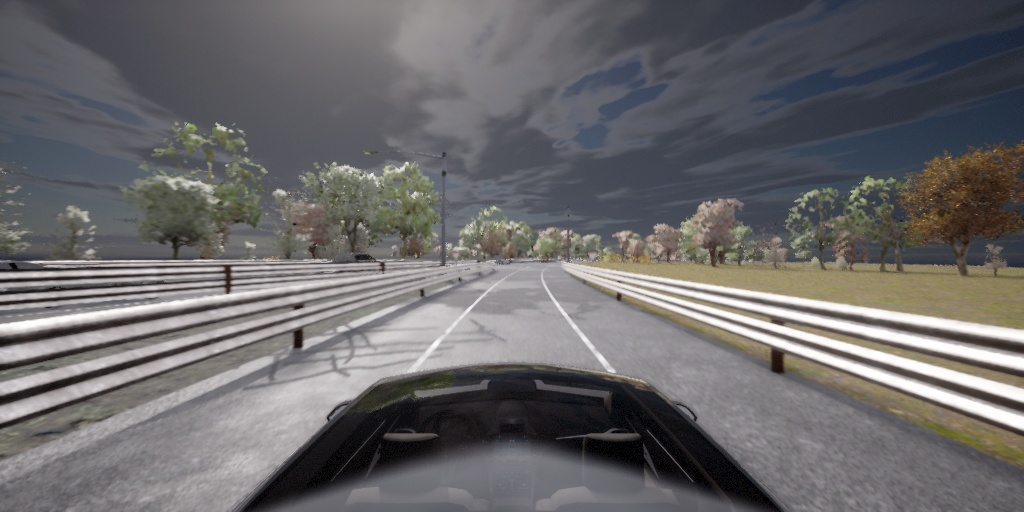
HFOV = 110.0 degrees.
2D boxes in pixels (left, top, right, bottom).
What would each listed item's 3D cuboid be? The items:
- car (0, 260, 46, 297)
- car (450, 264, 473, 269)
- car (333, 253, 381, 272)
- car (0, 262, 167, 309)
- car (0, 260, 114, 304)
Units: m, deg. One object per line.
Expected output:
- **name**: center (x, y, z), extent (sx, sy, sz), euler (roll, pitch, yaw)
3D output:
- **car**: center (-22.098, 0.915, 13.703), extent (1.837, 1.490, 4.892), euler (0, 0, 11)
- **car**: center (-6.988, 1.204, 50.754), extent (2.033, 1.411, 5.357), euler (0, 0, 14)
- **car**: center (-14.440, 0.764, 33.927), extent (2.150, 2.045, 5.566), euler (0, 0, 12)
- **car**: center (-15.120, 1.002, 12.908), extent (1.994, 1.385, 4.181), euler (0, 0, 11)
- **car**: center (-18.610, 0.928, 13.308), extent (1.837, 1.490, 4.892), euler (0, 0, 11)
